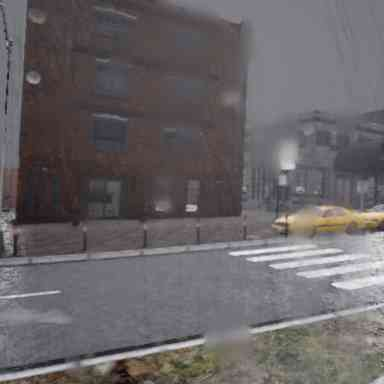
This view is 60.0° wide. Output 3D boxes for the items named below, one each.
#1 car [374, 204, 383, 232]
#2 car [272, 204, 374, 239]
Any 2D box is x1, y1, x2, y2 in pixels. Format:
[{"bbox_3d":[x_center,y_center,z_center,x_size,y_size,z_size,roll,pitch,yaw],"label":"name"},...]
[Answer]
[{"bbox_3d":[11.480,1.375,19.567,5.366,1.575,1.946,0,0,-27],"label":"car"},{"bbox_3d":[6.568,1.407,17.042,5.366,1.575,1.946,0,0,-27],"label":"car"}]
